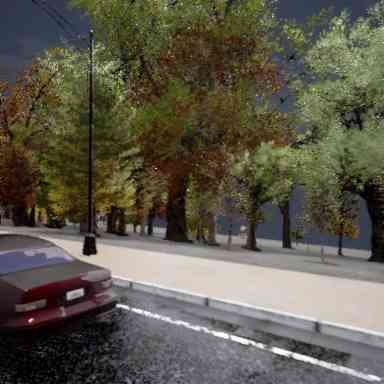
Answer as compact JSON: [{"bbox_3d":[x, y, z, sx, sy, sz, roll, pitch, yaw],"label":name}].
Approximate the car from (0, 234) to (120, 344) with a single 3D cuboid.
[{"bbox_3d":[-3.761,1.533,6.297,5.357,1.411,2.033,0,0,35],"label":"car"}]
